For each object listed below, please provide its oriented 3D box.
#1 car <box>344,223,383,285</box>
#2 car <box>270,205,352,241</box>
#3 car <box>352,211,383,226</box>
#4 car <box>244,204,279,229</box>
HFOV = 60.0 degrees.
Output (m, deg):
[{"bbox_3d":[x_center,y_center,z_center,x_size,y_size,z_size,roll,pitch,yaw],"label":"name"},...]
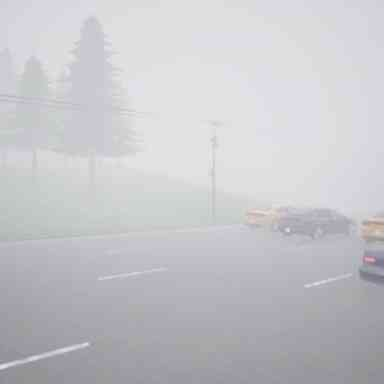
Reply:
[{"bbox_3d":[6.294,1.566,8.280,5.357,1.411,2.033,0,0,-35],"label":"car"},{"bbox_3d":[6.463,1.532,16.968,4.892,1.490,1.837,0,0,-35],"label":"car"},{"bbox_3d":[9.527,1.507,14.850,5.008,1.535,1.882,0,0,-35],"label":"car"},{"bbox_3d":[5.399,1.507,20.634,5.008,1.535,1.882,0,0,-37],"label":"car"}]
